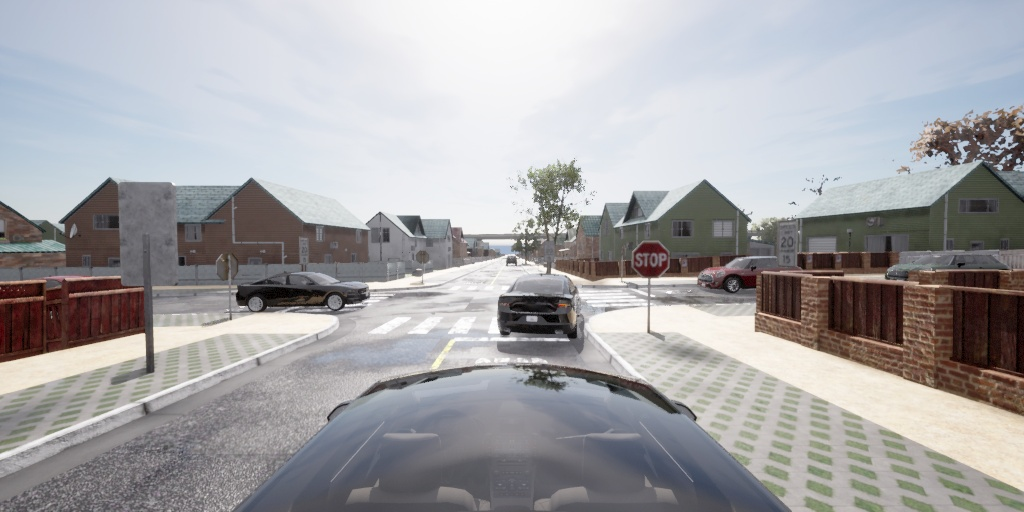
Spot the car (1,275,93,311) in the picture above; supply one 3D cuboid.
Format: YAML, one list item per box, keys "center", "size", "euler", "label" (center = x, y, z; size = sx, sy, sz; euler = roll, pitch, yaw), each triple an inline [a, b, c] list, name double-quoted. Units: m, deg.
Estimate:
- center: [-18.036, 1.547, 14.705]
  size: [5.008, 1.535, 1.882]
  euler: [-1, 2, 0]
  label: "car"

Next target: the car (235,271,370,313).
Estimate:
- center: [-8.483, 1.377, 14.778]
  size: [5.008, 1.535, 1.882]
  euler: [-1, 2, 0]
  label: "car"

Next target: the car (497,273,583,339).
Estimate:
- center: [0.949, 1.224, 10.262]
  size: [1.882, 1.535, 5.008]
  euler: [0, 0, 12]
  label: "car"

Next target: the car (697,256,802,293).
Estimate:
- center: [11.789, 0.820, 17.884]
  size: [4.553, 1.767, 2.097]
  euler: [-1, 2, 0]
  label: "car"

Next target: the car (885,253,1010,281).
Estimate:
- center: [21.684, 0.646, 17.966]
  size: [4.553, 1.767, 2.097]
  euler: [-1, 2, 0]
  label: "car"
